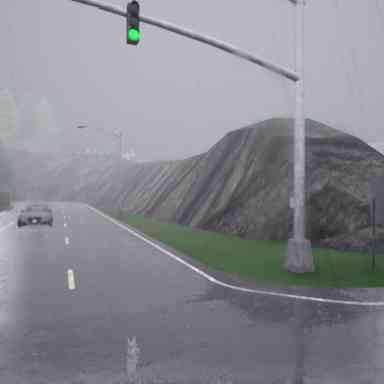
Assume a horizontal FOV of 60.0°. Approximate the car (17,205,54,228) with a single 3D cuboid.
[{"bbox_3d":[-10.342,1.572,22.193,1.994,1.385,4.181,0,0,-21],"label":"car"}]
